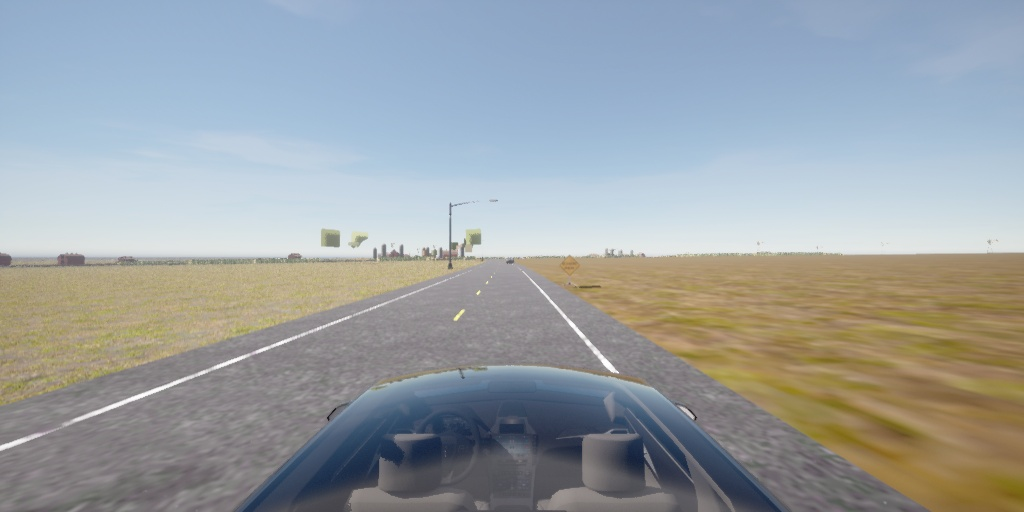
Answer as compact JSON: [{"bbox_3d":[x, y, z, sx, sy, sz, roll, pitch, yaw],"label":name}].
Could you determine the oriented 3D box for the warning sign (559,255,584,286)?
[{"bbox_3d":[3.480,0.858,21.598,1.300,1.860,1.060,0,0,0],"label":"warning sign"}]
